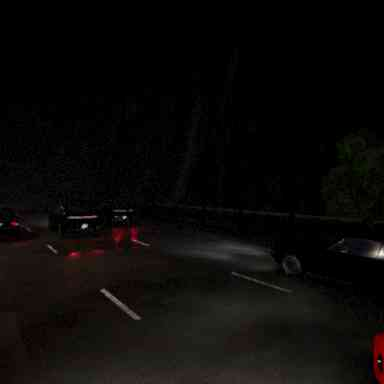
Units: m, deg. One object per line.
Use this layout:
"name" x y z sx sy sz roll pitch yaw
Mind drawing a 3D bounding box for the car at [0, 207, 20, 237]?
"car" -9.793 1.468 16.672 2.033 1.411 5.357 0 0 -32

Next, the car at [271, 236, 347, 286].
"car" 4.143 1.589 7.813 1.895 1.301 4.718 0 0 -32

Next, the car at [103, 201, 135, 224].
"car" -5.577 1.379 23.087 2.128 1.511 4.902 0 1 -32

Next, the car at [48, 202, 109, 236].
"car" -6.460 1.414 17.955 2.128 1.511 4.902 0 0 -32

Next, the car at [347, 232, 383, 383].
"car" 3.974 1.218 1.559 2.150 2.045 5.566 0 0 -32
